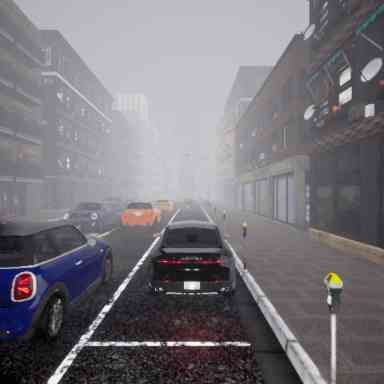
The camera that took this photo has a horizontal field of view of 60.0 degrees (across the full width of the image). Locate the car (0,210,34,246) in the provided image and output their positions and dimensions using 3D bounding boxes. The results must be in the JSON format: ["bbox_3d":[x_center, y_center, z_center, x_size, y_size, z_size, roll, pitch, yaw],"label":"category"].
[{"bbox_3d":[-8.835,1.583,14.612,1.802,1.307,4.206,0,0,0],"label":"car"}]

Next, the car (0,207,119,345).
[{"bbox_3d":[-3.048,1.352,6.556,2.097,1.767,4.553,0,0,0],"label":"car"}]

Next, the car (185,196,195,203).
[{"bbox_3d":[-0.453,1.545,70.970,2.008,1.369,4.403,0,0,0],"label":"car"}]

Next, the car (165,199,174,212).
[{"bbox_3d":[-3.047,1.477,35.992,1.882,1.535,5.008,0,0,0],"label":"car"}]

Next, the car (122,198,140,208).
[{"bbox_3d":[-8.834,1.543,48.430,1.887,1.381,4.507,0,0,0],"label":"car"}]

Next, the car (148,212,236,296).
[{"bbox_3d":[0.001,1.504,8.649,1.837,1.490,4.892,0,0,0],"label":"car"}]

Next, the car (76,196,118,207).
[{"bbox_3d":[-6.246,1.353,20.456,2.097,1.767,4.553,0,0,0],"label":"car"}]

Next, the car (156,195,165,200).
[{"bbox_3d":[-8.834,1.539,93.519,2.008,1.369,4.403,0,0,0],"label":"car"}]

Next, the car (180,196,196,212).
[{"bbox_3d":[-0.454,1.525,37.323,1.752,1.417,4.829,0,0,0],"label":"car"}]

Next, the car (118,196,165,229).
[{"bbox_3d":[-3.144,1.352,21.514,2.097,1.767,4.553,0,0,0],"label":"car"}]

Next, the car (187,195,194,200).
[{"bbox_3d":[-0.452,1.513,93.685,1.752,1.417,4.829,0,0,0],"label":"car"}]

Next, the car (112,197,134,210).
[{"bbox_3d":[-8.834,1.439,42.793,1.967,1.590,4.097,0,0,0],"label":"car"}]

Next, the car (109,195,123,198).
[{"bbox_3d":[-8.833,1.314,37.157,2.192,1.841,5.009,0,0,0],"label":"car"}]
